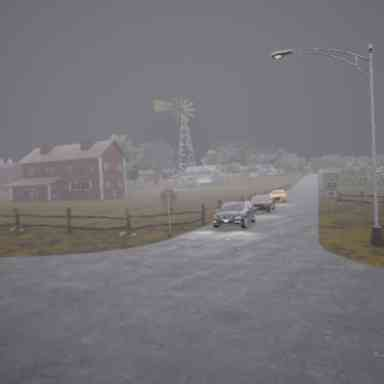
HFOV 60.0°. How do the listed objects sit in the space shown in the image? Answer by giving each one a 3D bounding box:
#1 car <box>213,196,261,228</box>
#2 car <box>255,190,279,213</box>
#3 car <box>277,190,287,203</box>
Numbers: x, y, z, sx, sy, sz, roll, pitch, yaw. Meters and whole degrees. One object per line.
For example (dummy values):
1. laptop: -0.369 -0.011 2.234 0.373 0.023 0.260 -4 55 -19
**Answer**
1. car: 2.716 1.291 20.446 1.837 1.490 4.892 -2 0 21
2. car: 6.352 0.973 30.018 1.882 1.535 5.008 -2 1 21
3. car: 10.844 0.500 41.806 1.882 1.535 5.008 -2 1 21
